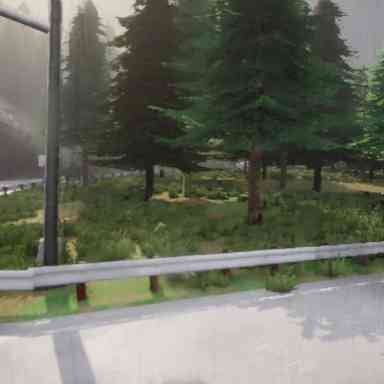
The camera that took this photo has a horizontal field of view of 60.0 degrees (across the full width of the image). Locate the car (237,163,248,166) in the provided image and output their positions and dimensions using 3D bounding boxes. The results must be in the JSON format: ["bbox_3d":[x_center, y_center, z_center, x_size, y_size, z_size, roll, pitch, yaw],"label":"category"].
[{"bbox_3d":[9.125,-4.101,52.284,4.674,1.442,1.812,-5,5,-31],"label":"car"}]
